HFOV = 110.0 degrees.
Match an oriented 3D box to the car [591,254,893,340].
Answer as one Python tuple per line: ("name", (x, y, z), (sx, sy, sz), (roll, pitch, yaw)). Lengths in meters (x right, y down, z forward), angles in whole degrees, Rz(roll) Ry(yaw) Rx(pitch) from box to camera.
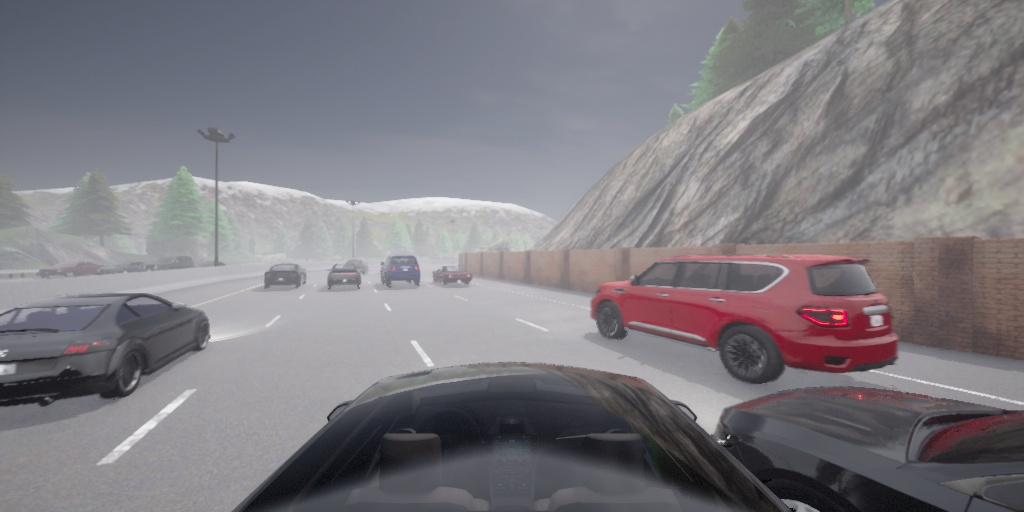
("car", (3.990, 0.987, 7.452), (2.150, 2.045, 5.566), (0, 0, -24))

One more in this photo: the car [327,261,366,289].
("car", (-10.909, 1.262, 23.407), (2.128, 1.511, 4.902), (0, 0, -24))

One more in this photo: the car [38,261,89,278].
("car", (-41.097, 1.227, 33.594), (1.882, 1.535, 5.008), (0, 0, -15))

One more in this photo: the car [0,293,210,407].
("car", (-6.895, 1.312, 6.035), (1.994, 1.385, 4.181), (0, 0, -24))

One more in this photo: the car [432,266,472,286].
("car", (-4.488, 1.385, 26.195), (1.895, 1.301, 4.718), (0, 0, -24))

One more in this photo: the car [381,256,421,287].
("car", (-7.881, 0.997, 25.207), (2.150, 2.045, 5.566), (0, 0, -24))

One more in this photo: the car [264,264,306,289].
("car", (-14.920, 1.244, 23.793), (1.882, 1.535, 5.008), (0, 0, -24))

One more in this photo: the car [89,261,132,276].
("car", (-37.908, 1.280, 35.198), (1.837, 1.490, 4.892), (0, 0, -14))

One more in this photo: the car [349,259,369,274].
("car", (-16.994, 1.143, 39.320), (2.097, 1.767, 4.553), (0, 0, -16))

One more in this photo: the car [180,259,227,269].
("car", (-31.083, 1.284, 36.771), (1.837, 1.490, 4.892), (0, 0, -14))

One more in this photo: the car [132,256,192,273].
("car", (-34.535, 1.005, 36.132), (2.150, 2.045, 5.566), (0, 0, -14))

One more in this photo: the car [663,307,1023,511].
("car", (3.068, 1.256, 0.992), (1.837, 1.490, 4.892), (0, -1, -24))
